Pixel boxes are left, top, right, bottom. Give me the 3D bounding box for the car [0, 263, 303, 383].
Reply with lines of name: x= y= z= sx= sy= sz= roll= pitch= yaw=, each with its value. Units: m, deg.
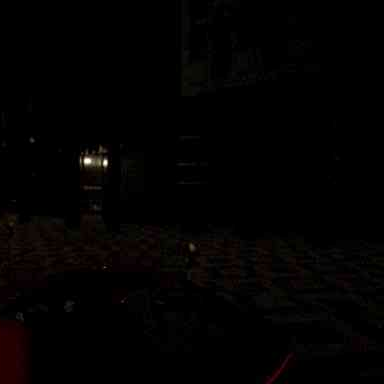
car: x=-1.113 y=1.521 z=3.756 sx=4.507 sy=1.381 sz=1.887 roll=1 pitch=0 yaw=36
